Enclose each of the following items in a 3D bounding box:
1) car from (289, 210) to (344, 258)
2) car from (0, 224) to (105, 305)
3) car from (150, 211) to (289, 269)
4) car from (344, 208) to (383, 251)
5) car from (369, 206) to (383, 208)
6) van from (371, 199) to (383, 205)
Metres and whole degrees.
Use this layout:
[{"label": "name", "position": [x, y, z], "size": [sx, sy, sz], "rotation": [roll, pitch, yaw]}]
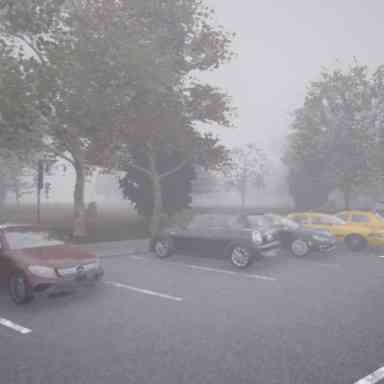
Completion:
[{"label": "car", "position": [3.098, 1.581, 13.298], "size": [4.892, 1.521, 2.231], "rotation": [-1, -1, 35]}, {"label": "car", "position": [-4.205, 1.536, 8.185], "size": [4.674, 1.452, 2.002], "rotation": [-1, -1, 35]}, {"label": "car", "position": [0.683, 1.428, 11.581], "size": [4.553, 1.767, 2.185], "rotation": [-1, -1, 35]}, {"label": "car", "position": [5.702, 1.600, 14.870], "size": [5.366, 1.575, 1.946], "rotation": [-1, -1, 35]}, {"label": "car", "position": [7.851, 1.626, 16.761], "size": [5.366, 1.575, 1.946], "rotation": [-1, -1, 36]}, {"label": "van", "position": [12.802, 1.442, 20.054], "size": [4.442, 1.987, 1.878], "rotation": [-1, -1, 36]}]
